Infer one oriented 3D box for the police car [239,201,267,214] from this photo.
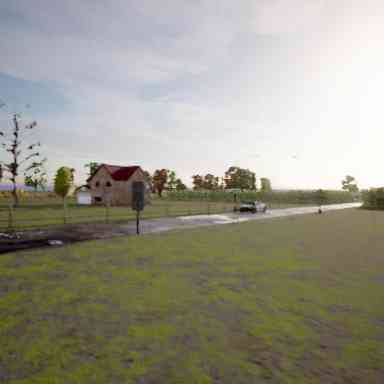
[{"bbox_3d":[7.683,1.923,42.129,2.038,1.542,4.974,1,0,35],"label":"police car"}]
